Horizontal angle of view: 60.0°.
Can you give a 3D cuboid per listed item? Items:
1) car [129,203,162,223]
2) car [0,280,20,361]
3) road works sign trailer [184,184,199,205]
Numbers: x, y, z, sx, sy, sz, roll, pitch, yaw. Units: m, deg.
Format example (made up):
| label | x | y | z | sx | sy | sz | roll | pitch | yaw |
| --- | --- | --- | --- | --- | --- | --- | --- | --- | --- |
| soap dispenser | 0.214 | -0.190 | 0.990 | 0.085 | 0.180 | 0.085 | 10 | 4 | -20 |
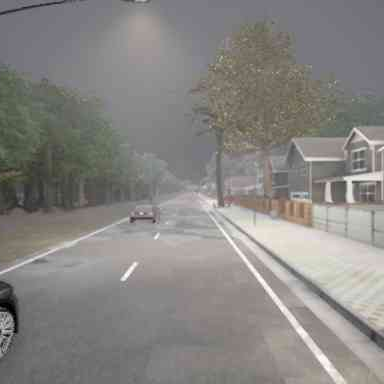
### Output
| label | x | y | z | sx | sy | sz | roll | pitch | yaw |
| --- | --- | --- | --- | --- | --- | --- | --- | --- | --- |
| car | -3.401 | 1.497 | 24.937 | 2.033 | 1.411 | 5.357 | 0 | 0 | 0 |
| car | -3.399 | 1.485 | 2.873 | 2.128 | 1.511 | 4.902 | 0 | 0 | 0 |
| road works sign trailer | -0.001 | 0.384 | 57.651 | 2.380 | 3.560 | 2.880 | 0 | 0 | 0 |
